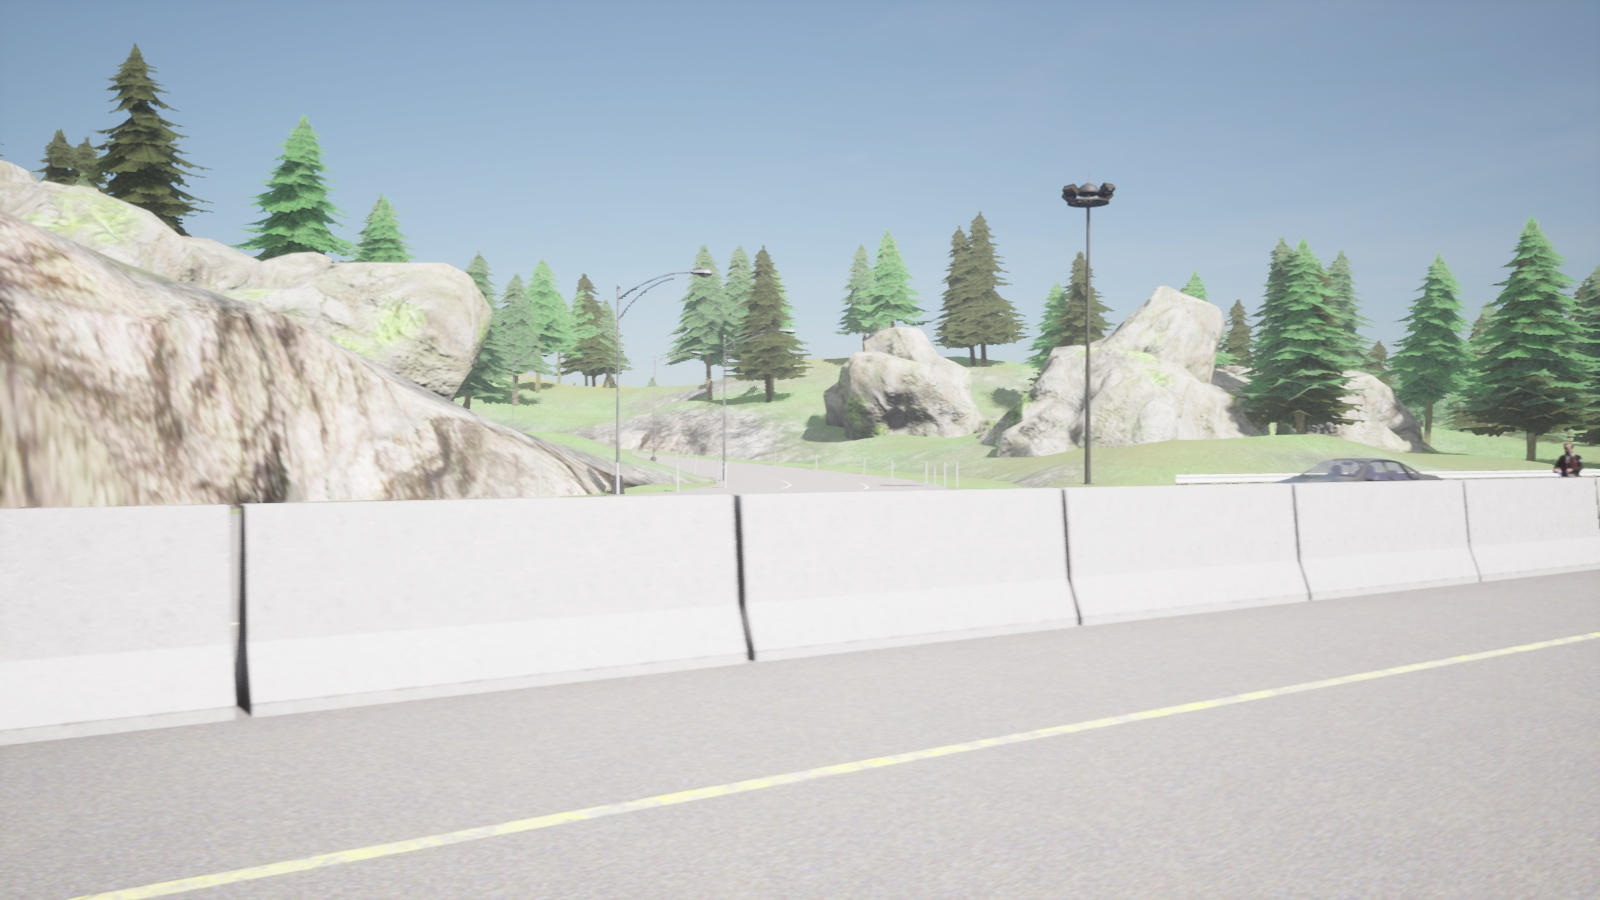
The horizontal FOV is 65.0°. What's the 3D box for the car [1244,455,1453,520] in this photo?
[{"bbox_3d":[13.074,0.838,29.816,5.357,1.411,2.033,0,0,-35],"label":"car"}]
